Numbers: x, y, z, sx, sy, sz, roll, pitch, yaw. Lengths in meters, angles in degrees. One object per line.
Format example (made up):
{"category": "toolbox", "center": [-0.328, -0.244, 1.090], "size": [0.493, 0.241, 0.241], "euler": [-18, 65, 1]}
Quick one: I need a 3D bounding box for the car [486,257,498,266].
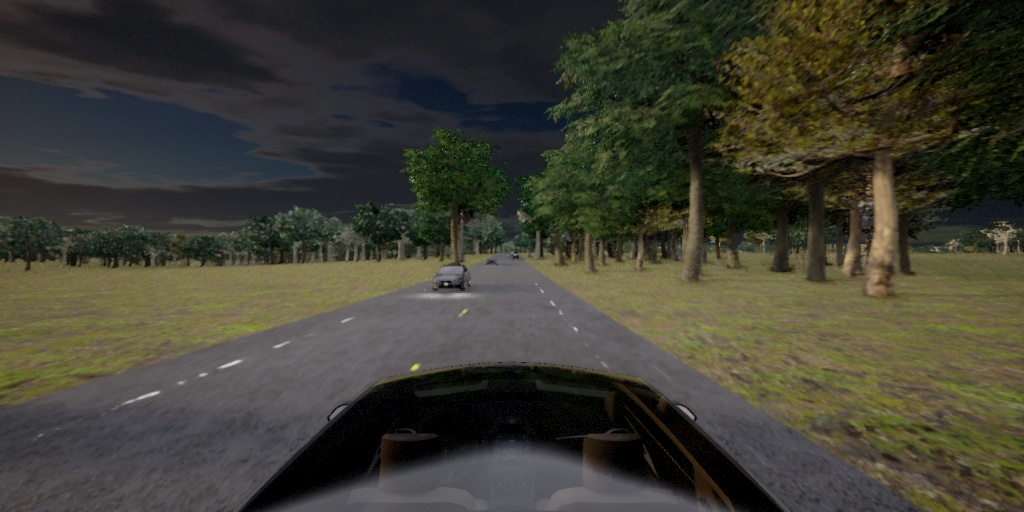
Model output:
{"category": "car", "center": [-3.507, 0.952, 63.278], "size": [2.033, 1.411, 5.357], "euler": [0, 1, 0]}

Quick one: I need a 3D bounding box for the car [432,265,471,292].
{"category": "car", "center": [-3.593, 1.297, 21.996], "size": [1.837, 1.490, 4.892], "euler": [0, 0, 0]}
